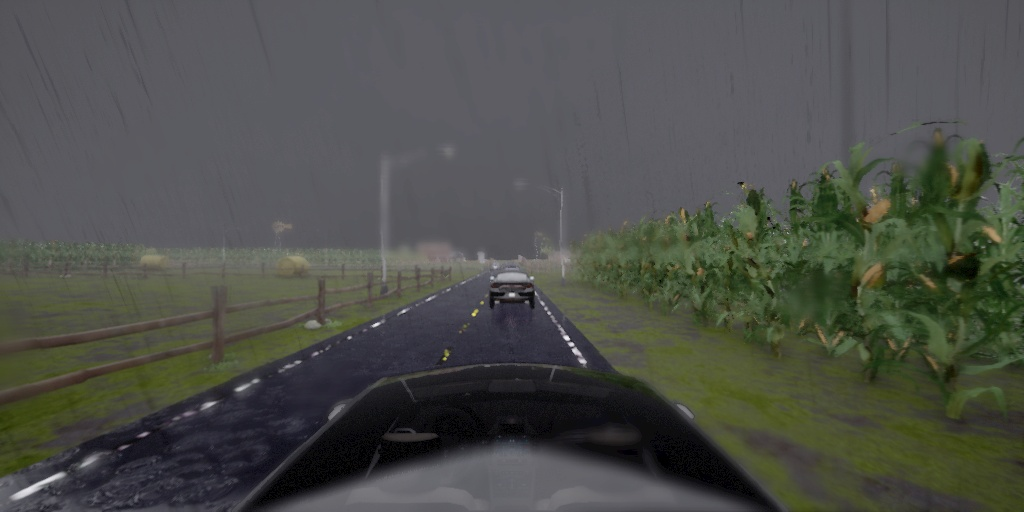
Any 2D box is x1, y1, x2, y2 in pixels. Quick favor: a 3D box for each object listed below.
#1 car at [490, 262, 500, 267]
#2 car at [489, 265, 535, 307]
[{"bbox_3d":[-2.743,1.809,61.286,2.128,1.511,4.902,0,-1,0],"label":"car"},{"bbox_3d":[0.008,1.365,16.318,1.882,1.535,5.008,0,0,0],"label":"car"}]
